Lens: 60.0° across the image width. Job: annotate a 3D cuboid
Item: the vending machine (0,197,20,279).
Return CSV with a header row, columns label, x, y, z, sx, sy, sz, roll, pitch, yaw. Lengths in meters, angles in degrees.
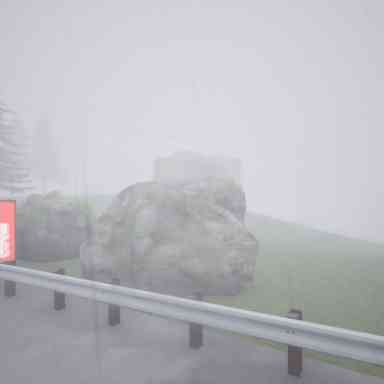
label,x,y,z,sx,sy,sz,roll,pitch,yaw
vending machine,-5.367,1.195,8.837,0.880,2.100,1.100,0,0,31
